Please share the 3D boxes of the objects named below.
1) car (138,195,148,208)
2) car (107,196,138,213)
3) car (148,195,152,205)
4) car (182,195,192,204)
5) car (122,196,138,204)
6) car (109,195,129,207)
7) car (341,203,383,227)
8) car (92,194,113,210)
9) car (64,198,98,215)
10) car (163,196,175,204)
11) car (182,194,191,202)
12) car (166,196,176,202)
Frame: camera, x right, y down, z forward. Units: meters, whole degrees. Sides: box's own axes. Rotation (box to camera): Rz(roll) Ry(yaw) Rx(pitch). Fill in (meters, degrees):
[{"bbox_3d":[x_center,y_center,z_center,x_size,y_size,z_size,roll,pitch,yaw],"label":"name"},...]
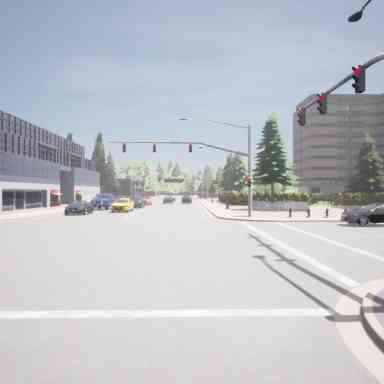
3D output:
[{"bbox_3d":[-7.938,1.352,47.031,2.097,1.767,4.553,0,0,-1],"label":"car"},{"bbox_3d":[-7.813,1.477,37.795,1.882,1.535,5.008,0,0,-1],"label":"car"},{"bbox_3d":[-8.061,1.351,57.146,2.097,1.767,4.553,0,0,-1],"label":"car"},{"bbox_3d":[-0.988,1.504,64.889,1.837,1.490,4.892,0,0,-1],"label":"car"},{"bbox_3d":[-11.606,1.491,62.914,2.128,1.511,4.902,0,0,0],"label":"car"},{"bbox_3d":[-11.508,1.351,52.655,2.097,1.767,4.553,0,0,-1],"label":"car"},{"bbox_3d":[12.498,1.491,22.172,4.902,1.511,2.128,0,0,-1],"label":"car"},{"bbox_3d":[-11.383,1.221,42.755,2.150,2.045,5.566,0,0,-1],"label":"car"},{"bbox_3d":[-11.248,1.564,33.403,1.994,1.385,4.181,0,0,-1],"label":"car"},{"bbox_3d":[-4.584,1.547,64.565,2.033,1.411,5.357,0,0,-1],"label":"car"},{"bbox_3d":[-1.226,1.354,74.955,2.097,1.767,4.553,0,0,-1],"label":"car"},{"bbox_3d":[-4.732,1.509,75.200,1.895,1.301,4.718,0,0,-1],"label":"car"}]
